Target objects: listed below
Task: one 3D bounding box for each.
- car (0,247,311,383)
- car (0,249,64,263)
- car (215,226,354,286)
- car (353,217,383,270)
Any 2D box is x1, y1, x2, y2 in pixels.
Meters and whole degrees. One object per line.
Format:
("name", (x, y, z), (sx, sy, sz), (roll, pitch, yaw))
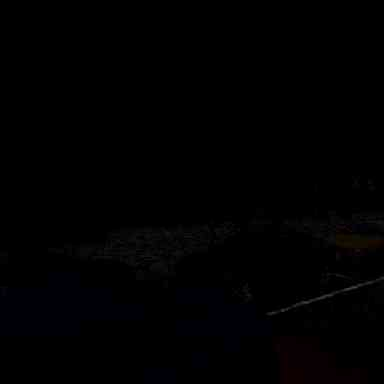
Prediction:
("car", (-1.543, 1.477, 2.273), (5.008, 1.535, 1.882), (0, 0, -36))
("car", (-2.932, 1.545, 4.555), (4.507, 1.381, 1.887), (0, 0, -36))
("car", (1.650, 1.566, 7.837), (4.313, 1.339, 1.947), (0, 0, -36))
("car", (6.094, 1.526, 11.021), (4.829, 1.417, 1.752), (0, 0, -36))
